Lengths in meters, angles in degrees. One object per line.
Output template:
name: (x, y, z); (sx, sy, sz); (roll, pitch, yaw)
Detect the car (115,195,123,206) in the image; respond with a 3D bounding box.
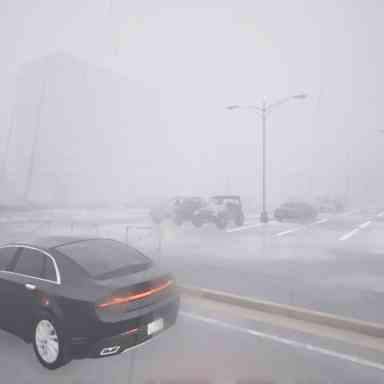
car: (-11.824, 1.352, 49.424); (2.097, 1.767, 4.553); (0, 0, 34)

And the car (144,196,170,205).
car: (-6.044, 1.526, 57.934); (1.812, 1.442, 4.674); (0, 0, 35)

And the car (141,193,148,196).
car: (-6.600, 1.221, 50.875); (2.150, 2.045, 5.566); (0, 0, 34)

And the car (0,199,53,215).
car: (-17.489, 1.601, 34.753); (1.895, 1.301, 4.718); (0, 0, 34)

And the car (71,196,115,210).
car: (-12.487, 1.526, 42.164); (1.812, 1.442, 4.674); (0, 0, 34)

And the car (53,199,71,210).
car: (-17.161, 1.547, 41.507); (2.033, 1.411, 5.357); (0, 0, 34)

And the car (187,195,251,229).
car: (1.714, 1.156, 20.226); (1.905, 1.878, 3.866); (0, 0, 34)

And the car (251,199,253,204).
car: (9.855, 1.505, 62.469); (1.837, 1.490, 4.892); (0, 0, 34)

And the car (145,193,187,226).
car: (-0.650, 1.153, 21.896); (1.932, 1.855, 4.605); (0, 0, 34)

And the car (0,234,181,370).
car: (-2.448, 1.505, 5.747); (4.892, 1.490, 1.837); (0, 0, 36)

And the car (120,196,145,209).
car: (-6.763, 1.601, 44.055); (1.895, 1.301, 4.718); (0, 0, 34)

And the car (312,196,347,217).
car: (13.761, 1.395, 33.160); (1.970, 1.475, 3.806); (0, 0, 34)
